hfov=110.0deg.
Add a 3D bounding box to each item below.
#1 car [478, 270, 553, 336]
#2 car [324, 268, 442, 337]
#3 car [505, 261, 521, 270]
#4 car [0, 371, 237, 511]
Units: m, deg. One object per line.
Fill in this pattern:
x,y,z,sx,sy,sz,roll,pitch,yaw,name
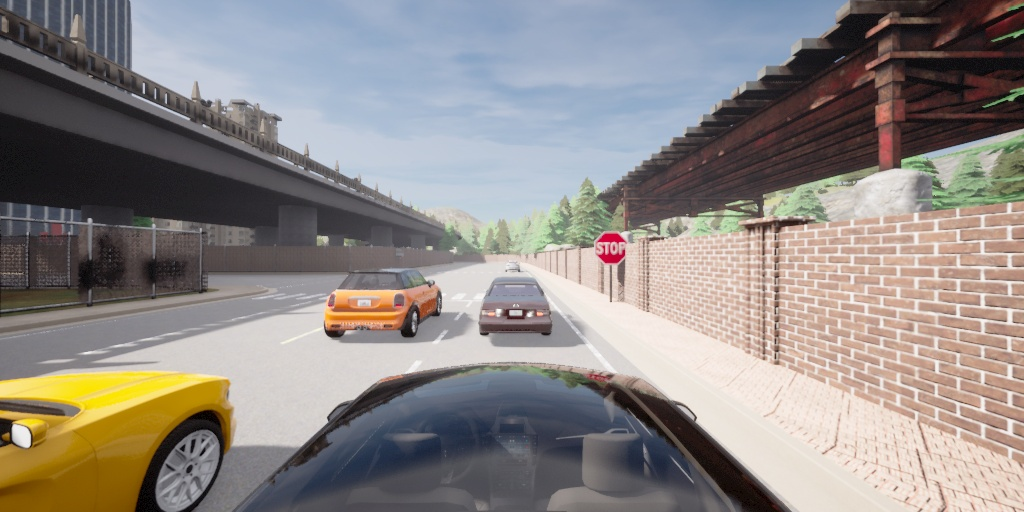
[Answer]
0.083,1.305,10.436,2.033,1.411,5.357,0,0,0,car
-3.419,1.110,10.415,2.097,1.767,4.553,0,0,0,car
0.088,1.314,46.302,1.812,1.442,4.674,0,0,-1,car
-3.397,1.227,1.157,1.882,1.535,5.008,0,0,0,car
